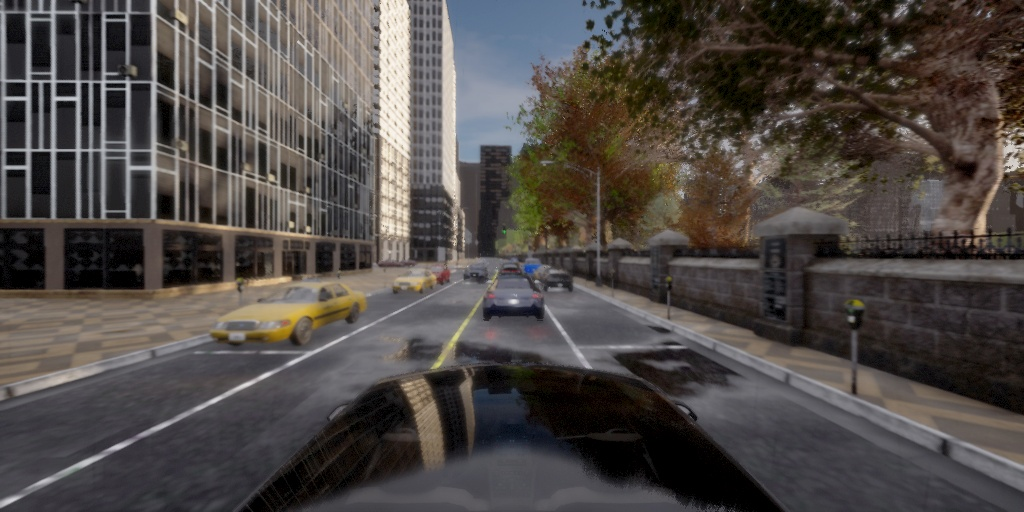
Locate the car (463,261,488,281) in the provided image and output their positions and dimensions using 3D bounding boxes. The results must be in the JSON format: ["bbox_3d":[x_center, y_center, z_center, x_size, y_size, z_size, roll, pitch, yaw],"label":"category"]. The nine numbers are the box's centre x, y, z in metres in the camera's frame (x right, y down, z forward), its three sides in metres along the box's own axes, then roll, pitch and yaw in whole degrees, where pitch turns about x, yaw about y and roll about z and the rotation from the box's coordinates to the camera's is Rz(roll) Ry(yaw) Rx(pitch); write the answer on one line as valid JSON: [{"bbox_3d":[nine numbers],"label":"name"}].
[{"bbox_3d":[-3.098,1.390,31.428,1.994,1.385,4.181,0,0,-1],"label":"car"}]

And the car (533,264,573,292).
[{"bbox_3d":[2.595,1.351,21.653,2.007,1.370,4.403,0,0,-1],"label":"car"}]

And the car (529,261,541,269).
[{"bbox_3d":[2.525,1.340,27.447,1.751,1.417,4.829,0,0,-1],"label":"car"}]

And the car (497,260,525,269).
[{"bbox_3d":[-0.130,1.325,29.355,1.837,1.490,4.892,0,0,-1],"label":"car"}]

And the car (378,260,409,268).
[{"bbox_3d":[-18.909,1.289,56.433,4.207,1.307,1.802,0,0,3],"label":"car"}]

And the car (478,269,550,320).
[{"bbox_3d":[0.045,1.343,12.744,1.994,1.385,4.181,0,0,0],"label":"car"}]

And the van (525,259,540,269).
[{"bbox_3d":[2.193,1.182,38.522,1.690,1.789,3.998,0,0,-1],"label":"van"}]

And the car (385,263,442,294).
[{"bbox_3d":[-5.567,1.327,20.848,1.751,1.417,4.829,0,0,-1],"label":"car"}]

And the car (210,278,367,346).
[{"bbox_3d":[-5.481,1.298,9.556,1.751,1.417,4.829,0,0,0],"label":"car"}]

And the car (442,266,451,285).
[{"bbox_3d":[-5.636,1.360,26.661,1.888,1.381,4.507,0,0,-1],"label":"car"}]
